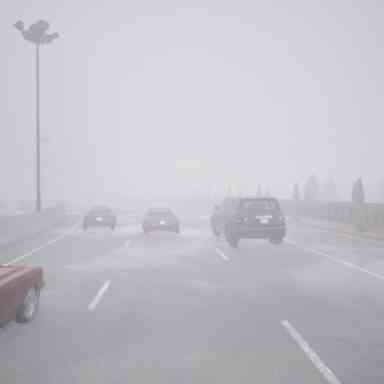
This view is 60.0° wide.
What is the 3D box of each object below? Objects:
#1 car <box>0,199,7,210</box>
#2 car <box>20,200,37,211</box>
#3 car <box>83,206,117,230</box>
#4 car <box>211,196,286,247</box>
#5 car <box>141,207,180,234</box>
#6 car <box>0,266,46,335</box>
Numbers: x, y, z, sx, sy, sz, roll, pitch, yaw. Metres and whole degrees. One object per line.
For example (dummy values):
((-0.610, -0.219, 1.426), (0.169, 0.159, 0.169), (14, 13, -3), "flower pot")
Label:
((-27.021, 1.653, 46.344), (1.882, 1.535, 5.008), (0, 0, -31), "car")
((-21.110, 1.733, 42.919), (1.895, 1.301, 4.718), (0, 0, -27), "car")
((-5.985, 1.594, 21.831), (1.994, 1.385, 4.181), (0, 0, -12), "car")
((2.356, 1.192, 15.199), (2.150, 2.045, 5.566), (0, 0, -8), "car")
((-1.916, 1.565, 19.344), (1.994, 1.385, 4.181), (0, 0, -10), "car")
((-3.630, 1.626, 4.204), (1.895, 1.301, 4.718), (0, 0, -2), "car")
